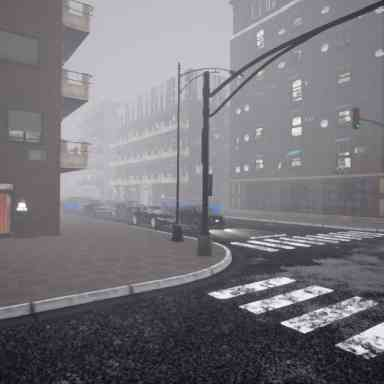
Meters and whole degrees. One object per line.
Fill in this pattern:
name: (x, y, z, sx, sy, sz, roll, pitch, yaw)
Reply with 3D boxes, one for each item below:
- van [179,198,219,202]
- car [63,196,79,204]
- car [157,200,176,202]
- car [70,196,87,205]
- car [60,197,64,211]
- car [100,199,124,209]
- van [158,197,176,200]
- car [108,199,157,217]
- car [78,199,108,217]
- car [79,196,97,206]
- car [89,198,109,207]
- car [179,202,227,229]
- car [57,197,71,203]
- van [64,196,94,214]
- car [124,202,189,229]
van: (0.858, 1.439, 30.686, 1.690, 1.788, 3.998, 1, -1, -35)
car: (-24.610, 1.614, 67.487, 1.967, 1.590, 4.097, 1, -1, -35)
car: (-2.460, 1.671, 30.989, 1.895, 1.301, 4.718, 1, -1, -35)
car: (-21.426, 1.605, 62.887, 1.967, 1.590, 4.097, 1, -1, -35)
car: (-15.174, 1.580, 40.001, 2.008, 1.369, 4.403, 1, -1, -35)
car: (-11.877, 1.683, 49.086, 1.887, 1.381, 4.507, 1, -1, -35)
van: (-2.326, 1.449, 35.286, 1.690, 1.788, 3.998, 1, -1, -35)
car: (-5.517, 1.528, 30.381, 2.128, 1.511, 4.902, 1, -1, -35)
car: (-8.807, 1.591, 30.801, 1.802, 1.307, 4.206, 1, -1, -35)
car: (-18.243, 1.597, 58.287, 1.967, 1.590, 4.097, 1, -1, -35)
car: (-15.061, 1.729, 53.685, 1.802, 1.307, 4.206, 1, -1, -35)
car: (0.388, 1.581, 21.845, 1.994, 1.385, 4.181, 1, -1, -35)
car: (-27.794, 1.727, 72.087, 1.887, 1.381, 4.507, 1, -1, -35)
van: (-11.989, 1.361, 35.403, 1.690, 1.788, 3.998, 1, -1, -35)
car: (-2.440, 1.539, 21.600, 2.008, 1.369, 4.403, 1, -1, -35)
